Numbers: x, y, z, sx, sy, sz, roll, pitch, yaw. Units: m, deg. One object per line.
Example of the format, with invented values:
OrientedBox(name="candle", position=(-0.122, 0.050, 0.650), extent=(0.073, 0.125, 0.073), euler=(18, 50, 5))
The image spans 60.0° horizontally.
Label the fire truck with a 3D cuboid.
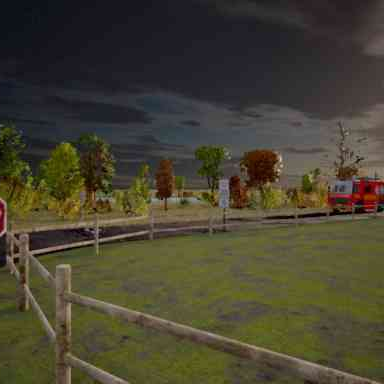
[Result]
OrientedBox(name="fire truck", position=(18.723, 0.347, 37.203), extent=(8.468, 3.827, 2.891), euler=(0, 0, -37))
